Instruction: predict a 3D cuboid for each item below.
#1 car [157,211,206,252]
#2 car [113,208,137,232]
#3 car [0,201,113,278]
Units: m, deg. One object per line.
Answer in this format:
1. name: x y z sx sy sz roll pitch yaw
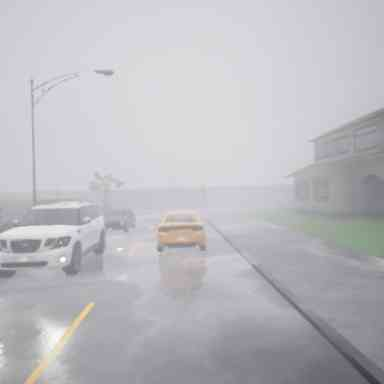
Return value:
1. car: -0.474 1.560 14.541 1.882 1.535 5.008 -1 0 -2
2. car: -4.814 1.765 21.919 2.033 1.411 5.357 -2 0 -2
3. car: -4.434 1.386 11.276 2.150 2.045 5.566 -2 0 -3
